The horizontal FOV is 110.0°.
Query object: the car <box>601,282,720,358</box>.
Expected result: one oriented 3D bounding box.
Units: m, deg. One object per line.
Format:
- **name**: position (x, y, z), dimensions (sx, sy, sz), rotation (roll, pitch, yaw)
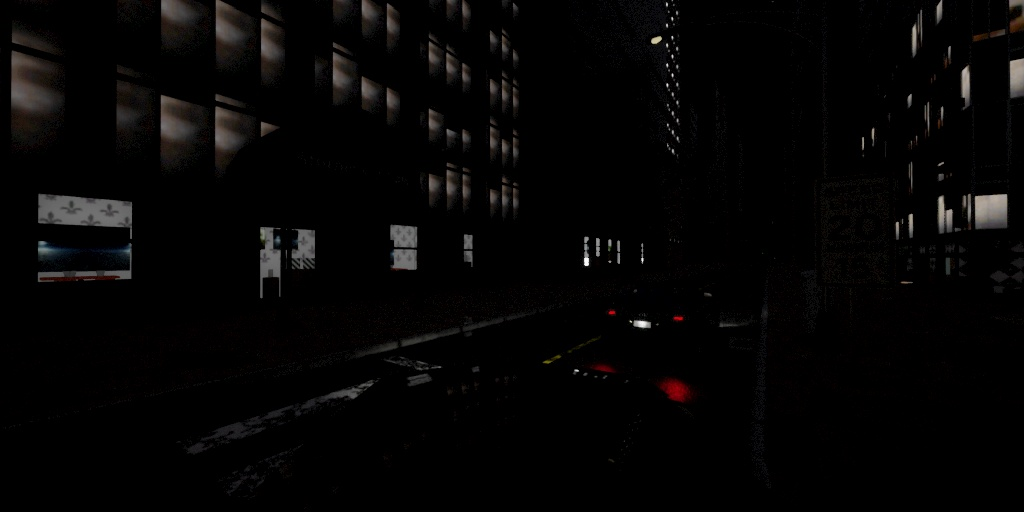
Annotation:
- **car**: position (3.746, 1.323, 8.735), dimensions (1.994, 1.385, 4.181), rotation (0, 0, 36)
